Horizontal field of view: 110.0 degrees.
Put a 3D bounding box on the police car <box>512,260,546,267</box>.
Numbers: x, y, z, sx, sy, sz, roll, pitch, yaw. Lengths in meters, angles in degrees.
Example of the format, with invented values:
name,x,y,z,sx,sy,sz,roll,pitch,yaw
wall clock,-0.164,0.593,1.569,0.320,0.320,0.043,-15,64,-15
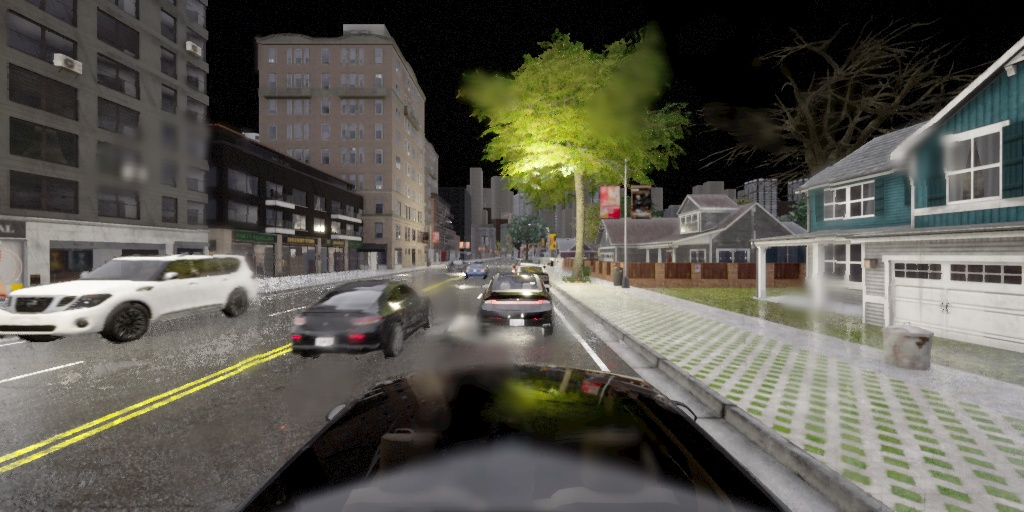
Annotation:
name,x,y,z,sx,sy,sz,roll,pitch,yaw
police car,1.025,1.165,20.520,1.930,1.638,5.238,0,0,0

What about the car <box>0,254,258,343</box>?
name,x,y,z,sx,sy,sz,roll,pitch,yaw
car,-9.827,0.969,10.004,2.150,2.045,5.566,0,0,0

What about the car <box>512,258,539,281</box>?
name,x,y,z,sx,sy,sz,roll,pitch,yaw
car,1.051,1.081,30.380,2.097,1.767,4.553,0,0,0

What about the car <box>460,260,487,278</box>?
name,x,y,z,sx,sy,sz,roll,pitch,yaw
car,-3.069,1.276,32.253,2.033,1.411,5.357,0,0,0

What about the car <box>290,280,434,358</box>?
name,x,y,z,sx,sy,sz,roll,pitch,yaw
car,-3.134,1.274,8.328,1.812,1.442,4.674,0,0,0

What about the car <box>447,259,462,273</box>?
name,x,y,z,sx,sy,sz,roll,pitch,yaw
car,-6.489,1.244,42.840,1.812,1.442,4.674,0,0,0

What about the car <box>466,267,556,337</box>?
name,x,y,z,sx,sy,sz,roll,pitch,yaw
car,0.121,1.239,10.270,2.128,1.511,4.902,0,0,0
